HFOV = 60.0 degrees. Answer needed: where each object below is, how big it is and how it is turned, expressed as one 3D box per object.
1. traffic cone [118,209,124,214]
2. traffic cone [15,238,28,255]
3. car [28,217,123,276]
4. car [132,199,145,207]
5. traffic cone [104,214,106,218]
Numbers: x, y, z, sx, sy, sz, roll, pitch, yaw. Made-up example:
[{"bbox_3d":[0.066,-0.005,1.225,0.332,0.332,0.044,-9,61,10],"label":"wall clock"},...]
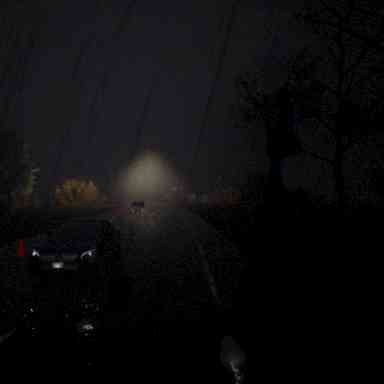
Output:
[{"bbox_3d":[-7.991,2.105,36.944,0.340,0.580,0.340,0,0,-6],"label":"traffic cone"},{"bbox_3d":[-6.274,1.996,12.218,0.340,0.580,0.340,0,0,-2],"label":"traffic cone"},{"bbox_3d":[-3.397,1.558,10.564,1.812,1.442,4.674,0,0,-2],"label":"car"},{"bbox_3d":[-9.179,1.882,56.795,1.895,1.301,4.718,0,0,-9],"label":"car"},{"bbox_3d":[-7.104,2.054,27.068,0.340,0.580,0.340,0,0,-4],"label":"traffic cone"}]
